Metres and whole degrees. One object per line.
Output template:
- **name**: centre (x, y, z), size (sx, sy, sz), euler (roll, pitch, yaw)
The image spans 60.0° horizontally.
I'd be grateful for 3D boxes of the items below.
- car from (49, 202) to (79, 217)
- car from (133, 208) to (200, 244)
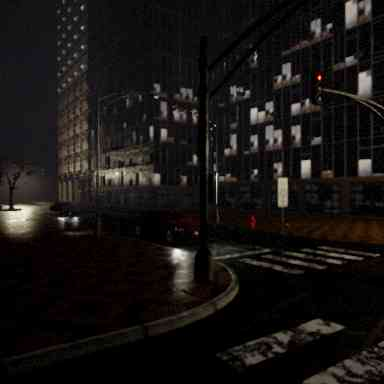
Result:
- **car**: centre (-13.153, 1.697, 33.857), size (2.033, 1.411, 5.357), euler (0, 0, -35)
- **car**: centre (-1.272, 1.599, 17.081), size (1.882, 1.535, 5.008), euler (0, 0, -37)
